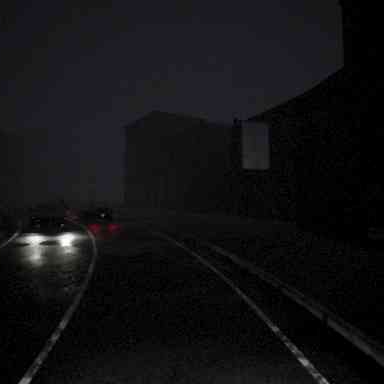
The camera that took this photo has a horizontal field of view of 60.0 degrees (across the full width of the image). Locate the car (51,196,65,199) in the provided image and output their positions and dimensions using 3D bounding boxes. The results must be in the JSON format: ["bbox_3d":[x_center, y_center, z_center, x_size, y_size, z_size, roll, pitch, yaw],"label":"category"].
[{"bbox_3d":[-15.884,1.252,39.161,2.128,1.511,4.902,2,0,-31],"label":"car"}]

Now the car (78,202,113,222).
[{"bbox_3d":[-7.396,1.459,25.426,1.812,1.442,4.674,2,-1,-29],"label":"car"}]

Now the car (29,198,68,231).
[{"bbox_3d":[-8.513,1.343,19.676,1.882,1.535,5.008,2,0,-26],"label":"car"}]
